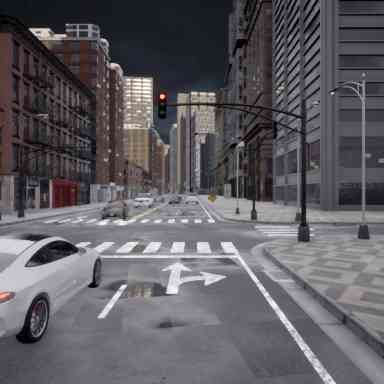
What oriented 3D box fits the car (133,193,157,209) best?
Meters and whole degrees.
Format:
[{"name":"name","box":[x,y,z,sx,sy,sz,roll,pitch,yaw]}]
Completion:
[{"name":"car","box":[-6.597,1.207,45.854,2.150,2.045,5.566,0,0,0]}]

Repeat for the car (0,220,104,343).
[{"name":"car","box":[-3.152,1.526,6.317,1.812,1.442,4.674,0,0,2]}]

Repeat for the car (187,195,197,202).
[{"name":"car","box":[0.005,1.384,72.843,2.033,1.411,5.357,0,0,0]}]

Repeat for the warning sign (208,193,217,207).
[{"name":"warning sign","box":[2.851,1.099,46.330,1.300,1.860,1.060,0,0,0]}]

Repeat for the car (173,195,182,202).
[{"name":"car","box":[-3.236,1.460,73.716,1.837,1.490,4.892,0,0,0]}]

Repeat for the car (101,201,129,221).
[{"name":"car","box":[-6.264,1.505,27.369,1.837,1.490,4.892,0,0,-5]}]

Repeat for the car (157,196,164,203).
[{"name":"car","box":[-6.520,1.458,65.633,2.128,1.511,4.902,0,0,0]}]

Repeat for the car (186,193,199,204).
[{"name":"car","box":[0.051,1.190,62.339,2.150,2.045,5.566,0,0,0]}]

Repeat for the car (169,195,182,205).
[{"name":"car","box":[-3.145,1.518,59.755,2.033,1.411,5.357,0,0,0]}]
